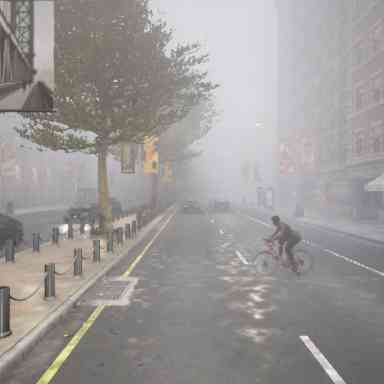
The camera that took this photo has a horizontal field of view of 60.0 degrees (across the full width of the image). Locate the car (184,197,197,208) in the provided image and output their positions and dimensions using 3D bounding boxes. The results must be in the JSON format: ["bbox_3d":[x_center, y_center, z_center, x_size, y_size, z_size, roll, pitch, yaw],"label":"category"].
[{"bbox_3d":[-0.188,1.526,48.070,1.812,1.442,4.674,0,0,1],"label":"car"}]

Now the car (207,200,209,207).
[{"bbox_3d":[3.259,1.564,47.363,1.994,1.385,4.181,0,0,0],"label":"car"}]

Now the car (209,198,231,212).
[{"bbox_3d":[3.315,1.478,38.376,1.882,1.535,5.008,0,0,0],"label":"car"}]

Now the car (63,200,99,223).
[{"bbox_3d":[-8.157,1.564,25.196,1.994,1.385,4.181,0,0,0],"label":"car"}]

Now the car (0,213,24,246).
[{"bbox_3d":[-8.159,1.526,12.633,1.812,1.442,4.674,0,0,0],"label":"car"}]

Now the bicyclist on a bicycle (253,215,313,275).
[{"bbox_3d":[2.445,1.455,8.993,1.656,1.620,0.582,-2,0,0],"label":"bicyclist on a bicycle"}]

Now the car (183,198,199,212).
[{"bbox_3d":[-0.121,1.601,38.966,1.895,1.301,4.718,0,0,0],"label":"car"}]

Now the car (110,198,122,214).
[{"bbox_3d":[-8.234,1.352,32.062,2.097,1.767,4.553,0,0,0],"label":"car"}]
